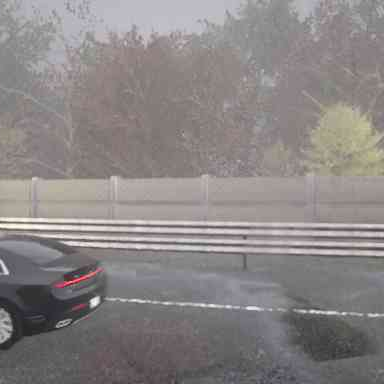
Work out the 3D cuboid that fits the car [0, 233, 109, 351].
[{"bbox_3d":[-3.915,1.511,5.861,4.892,1.490,1.837,0,0,12],"label":"car"}]
